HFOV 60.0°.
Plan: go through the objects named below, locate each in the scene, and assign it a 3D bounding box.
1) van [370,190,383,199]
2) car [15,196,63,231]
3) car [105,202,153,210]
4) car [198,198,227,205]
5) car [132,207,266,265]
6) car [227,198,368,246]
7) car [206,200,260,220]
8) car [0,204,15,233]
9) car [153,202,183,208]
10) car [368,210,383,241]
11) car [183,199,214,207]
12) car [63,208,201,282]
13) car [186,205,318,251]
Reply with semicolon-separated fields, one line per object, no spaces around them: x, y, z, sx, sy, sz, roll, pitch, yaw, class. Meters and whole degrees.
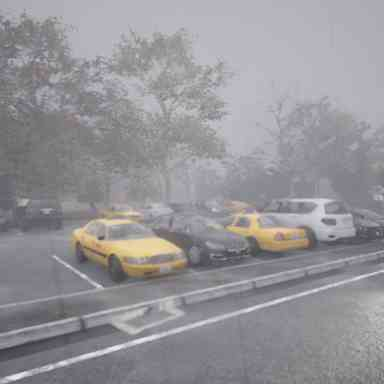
25.750;0.694;46.341;1.878;1.987;4.442;0;1;-35;van
-9.813;1.263;21.138;2.435;2.045;5.566;0;0;-35;car
-5.163;1.536;24.154;1.946;1.575;5.366;0;0;-35;car
1.403;1.449;29.048;2.185;1.767;4.553;0;0;-35;car
-0.021;1.533;12.010;2.231;1.521;4.892;0;0;-35;car
4.505;1.304;15.228;2.435;2.045;5.566;0;0;-35;car
3.689;1.586;30.615;2.097;1.535;5.008;0;0;-35;car
-12.044;1.532;19.495;2.163;1.488;4.792;0;0;-35;car
-3.004;1.591;25.899;2.002;1.452;4.674;0;0;-35;car
6.786;1.567;16.808;2.097;1.535;5.008;0;0;-35;car
-0.725;1.592;27.474;2.163;1.488;4.792;0;0;-35;car
-2.179;1.516;10.254;1.946;1.575;5.366;0;0;-35;car
2.145;1.540;13.756;1.946;1.575;5.366;0;0;-35;car
